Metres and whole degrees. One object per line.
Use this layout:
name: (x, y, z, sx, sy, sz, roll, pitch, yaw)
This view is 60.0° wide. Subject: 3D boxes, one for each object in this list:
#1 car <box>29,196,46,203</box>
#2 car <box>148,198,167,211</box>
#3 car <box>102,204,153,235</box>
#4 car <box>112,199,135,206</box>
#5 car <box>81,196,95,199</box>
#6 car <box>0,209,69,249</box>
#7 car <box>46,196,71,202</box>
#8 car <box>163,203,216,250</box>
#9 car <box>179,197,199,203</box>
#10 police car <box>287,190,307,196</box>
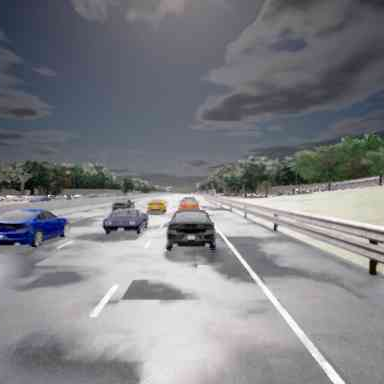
car: (-25.193, 1.431, 55.226, 1.882, 1.535, 5.008, 0, 0, 0)
car: (-3.827, 1.451, 37.204, 1.882, 1.535, 5.008, 0, 0, -1)
car: (-3.602, 1.594, 18.962, 1.895, 1.301, 4.718, 0, 0, -1)
car: (-7.311, 1.482, 35.791, 1.837, 1.490, 4.892, 0, 0, -1)
car: (-18.226, 1.448, 58.309, 1.837, 1.490, 4.892, 0, 0, 0)
car: (-7.052, 1.476, 14.649, 1.882, 1.535, 5.008, 0, 0, -1)
car: (-21.705, 1.444, 55.298, 2.128, 1.511, 4.902, 0, 0, 0)
car: (-0.049, 1.473, 14.392, 1.882, 1.535, 5.008, 0, 0, -1)
car: (-0.304, 1.326, 35.335, 2.097, 1.767, 4.553, 0, 0, -1)
police car: (21.706, 0.358, 69.359, 2.038, 1.542, 4.974, 0, -3, -15)
